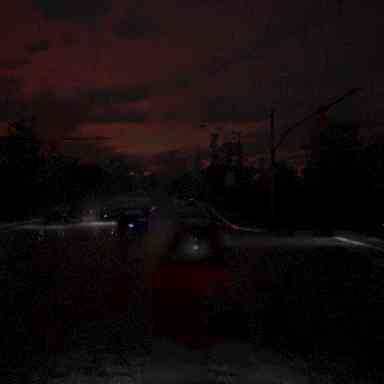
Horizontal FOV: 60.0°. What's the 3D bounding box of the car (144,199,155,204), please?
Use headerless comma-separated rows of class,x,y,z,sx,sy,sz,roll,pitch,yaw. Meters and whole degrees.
car,-7.007,1.921,47.980,1.994,1.385,4.181,0,0,0

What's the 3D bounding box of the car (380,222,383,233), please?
car,12.072,1.745,16.518,4.718,1.301,1.895,0,0,-3

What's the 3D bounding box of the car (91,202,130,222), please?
car,-7.086,1.819,29.272,1.994,1.385,4.181,0,0,0

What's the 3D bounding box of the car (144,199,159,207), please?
car,-7.019,1.883,57.976,1.994,1.385,4.181,0,0,0

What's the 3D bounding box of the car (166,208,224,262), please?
car,0.097,1.588,12.623,1.882,1.535,5.008,0,0,0

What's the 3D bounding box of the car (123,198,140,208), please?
car,-10.521,1.866,58.043,2.033,1.411,5.357,0,0,0

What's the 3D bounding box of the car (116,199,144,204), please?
car,-7.040,1.851,38.028,1.812,1.442,4.674,0,0,0

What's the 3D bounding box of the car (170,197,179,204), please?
car,-3.898,1.725,69.383,1.812,1.442,4.674,0,1,-5

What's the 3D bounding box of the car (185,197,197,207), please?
car,-0.022,1.857,59.408,2.033,1.411,5.357,0,0,0

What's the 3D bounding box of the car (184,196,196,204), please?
car,-0.415,1.724,69.764,2.128,1.511,4.902,0,1,-5

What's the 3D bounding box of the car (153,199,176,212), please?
car,-3.406,1.946,41.699,1.895,1.301,4.718,0,0,0

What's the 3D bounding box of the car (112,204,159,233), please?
car,-3.404,1.708,20.878,1.812,1.442,4.674,0,-1,0

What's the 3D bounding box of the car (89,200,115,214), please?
car,-10.542,1.812,37.347,2.128,1.511,4.902,0,0,0

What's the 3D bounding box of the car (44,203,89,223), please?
car,-10.589,1.720,27.859,1.882,1.535,5.008,0,0,0
